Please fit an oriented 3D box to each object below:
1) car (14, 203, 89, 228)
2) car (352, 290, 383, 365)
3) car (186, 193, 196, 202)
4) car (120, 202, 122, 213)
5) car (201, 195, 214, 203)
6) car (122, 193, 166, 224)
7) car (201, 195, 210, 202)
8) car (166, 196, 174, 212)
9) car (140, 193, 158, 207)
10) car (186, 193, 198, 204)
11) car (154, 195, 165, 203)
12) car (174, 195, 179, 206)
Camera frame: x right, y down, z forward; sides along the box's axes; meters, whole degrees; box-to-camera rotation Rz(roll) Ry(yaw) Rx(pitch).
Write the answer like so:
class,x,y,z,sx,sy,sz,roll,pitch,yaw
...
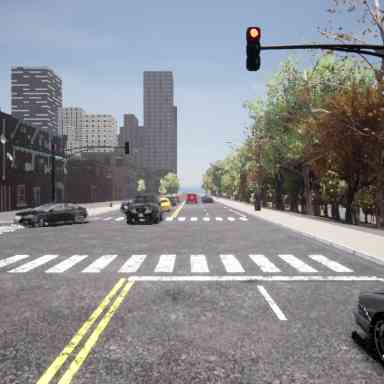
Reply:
class,x,y,z,sx,sy,sz,roll,pitch,yaw
car,-9.416,1.503,22.654,2.128,1.511,4.902,0,0,36
car,3.345,1.547,2.555,2.033,1.411,5.357,0,0,0
car,-0.150,1.195,75.712,2.150,2.045,5.566,0,0,0
car,-6.672,1.480,36.798,2.128,1.511,4.902,0,0,0
car,3.222,1.539,65.873,1.994,1.385,4.181,0,0,0
car,-3.404,1.217,24.765,2.150,2.045,5.566,0,0,0
car,3.101,1.447,75.901,1.882,1.535,5.008,0,0,0
car,-3.423,1.465,38.178,1.882,1.535,5.008,0,0,0
car,-6.700,1.205,52.546,2.150,2.045,5.566,0,0,0
car,-0.032,1.197,65.176,2.150,2.045,5.566,0,0,0
car,-6.640,1.468,68.766,1.882,1.535,5.008,0,0,0
car,-3.446,1.487,53.488,1.837,1.490,4.892,0,0,0
